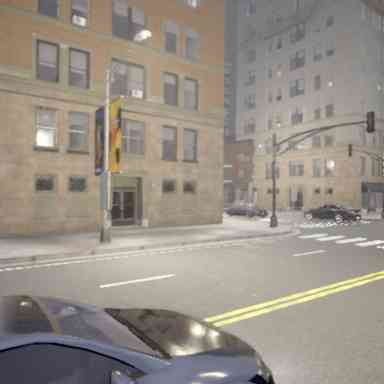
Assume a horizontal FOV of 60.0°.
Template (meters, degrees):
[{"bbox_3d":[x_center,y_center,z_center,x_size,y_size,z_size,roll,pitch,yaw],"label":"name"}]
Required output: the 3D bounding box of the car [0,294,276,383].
[{"bbox_3d":[-1.259,1.569,2.537,4.181,1.385,1.994,1,0,-36],"label":"car"}]

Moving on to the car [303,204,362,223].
[{"bbox_3d":[11.714,1.760,28.103,1.837,1.490,4.892,4,-2,-32],"label":"car"}]

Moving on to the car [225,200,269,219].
[{"bbox_3d":[5.330,1.772,32.018,1.994,1.385,4.181,1,-1,-36],"label":"car"}]

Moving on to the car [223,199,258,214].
[{"bbox_3d":[5.841,1.717,40.773,1.967,1.590,4.097,1,-1,-35],"label":"car"}]
